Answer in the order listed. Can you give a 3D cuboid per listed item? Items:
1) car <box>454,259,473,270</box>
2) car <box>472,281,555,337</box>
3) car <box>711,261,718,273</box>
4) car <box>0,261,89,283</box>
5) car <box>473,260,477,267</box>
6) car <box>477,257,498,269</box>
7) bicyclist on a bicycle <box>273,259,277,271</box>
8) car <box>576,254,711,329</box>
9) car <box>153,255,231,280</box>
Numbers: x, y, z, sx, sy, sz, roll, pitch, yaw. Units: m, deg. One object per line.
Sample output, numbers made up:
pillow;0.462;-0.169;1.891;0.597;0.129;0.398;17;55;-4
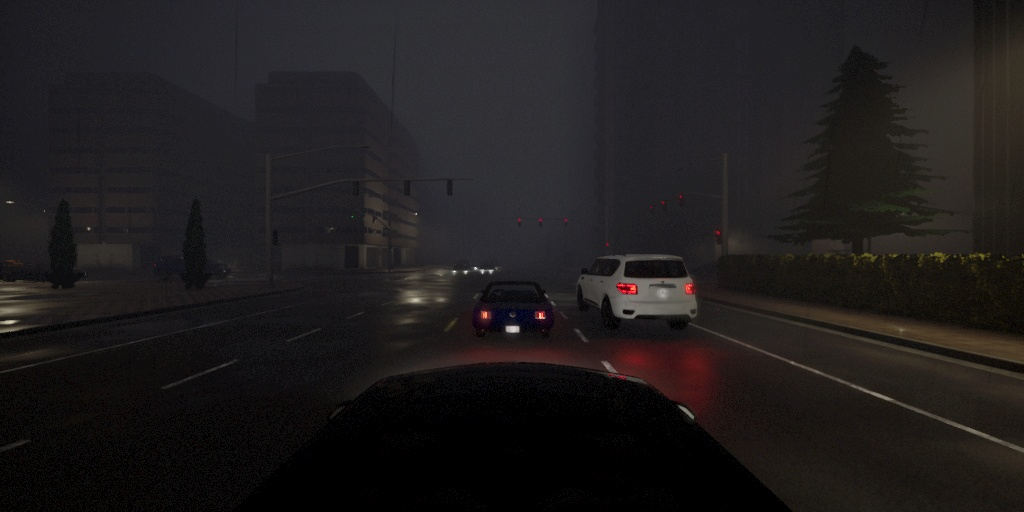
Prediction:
car;-7.163;1.223;51.739;1.882;1.535;5.008;0;0;0
car;0.043;1.350;10.233;1.895;1.301;4.718;0;0;0
car;21.261;1.251;37.690;4.892;1.490;1.837;0;0;1
car;-35.992;1.295;27.473;5.357;1.411;2.033;0;0;1
car;-7.153;1.345;64.907;1.895;1.301;4.718;0;0;0
car;-3.659;1.309;53.982;1.994;1.385;4.181;0;0;0
bicyclist on a bicycle;-28.701;1.047;42.895;0.582;1.620;1.656;0;0;0
car;3.573;0.971;11.362;2.150;2.045;5.566;0;0;-2
car;-27.505;0.969;30.901;5.566;2.045;2.150;0;0;0
